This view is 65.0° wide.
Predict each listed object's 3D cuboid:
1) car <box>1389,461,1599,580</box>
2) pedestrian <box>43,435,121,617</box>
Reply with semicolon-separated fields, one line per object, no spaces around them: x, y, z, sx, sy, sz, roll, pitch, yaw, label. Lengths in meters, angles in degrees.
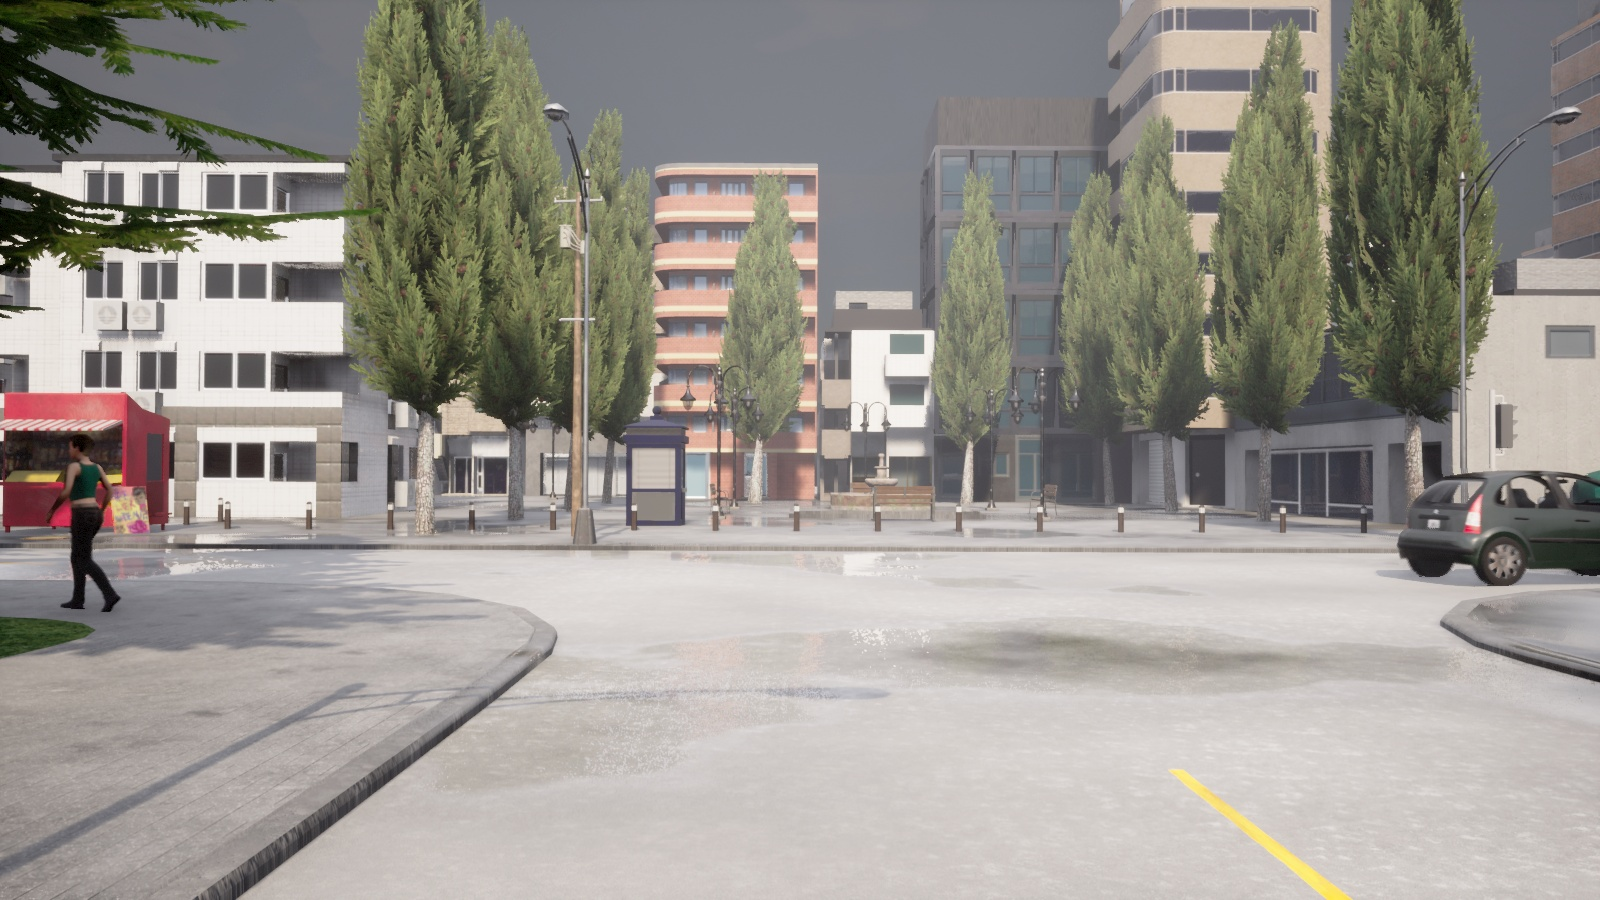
11.024;0.977;18.381;3.988;1.617;1.851;0;-1;-9;car
-7.353;0.769;12.863;0.594;1.836;0.345;0;-1;6;pedestrian
